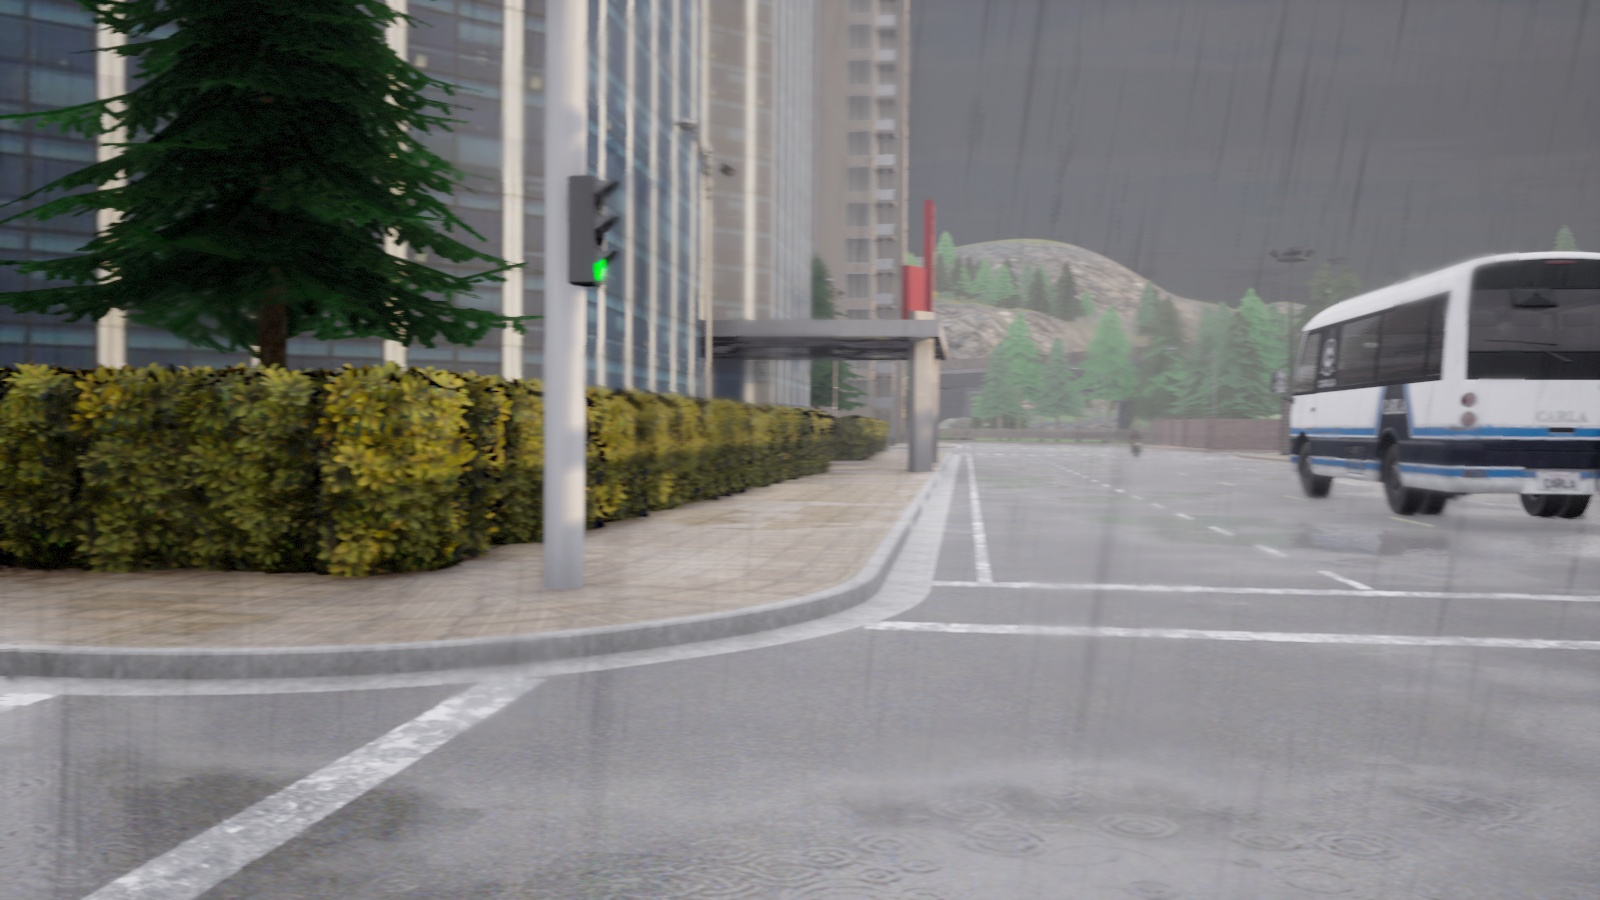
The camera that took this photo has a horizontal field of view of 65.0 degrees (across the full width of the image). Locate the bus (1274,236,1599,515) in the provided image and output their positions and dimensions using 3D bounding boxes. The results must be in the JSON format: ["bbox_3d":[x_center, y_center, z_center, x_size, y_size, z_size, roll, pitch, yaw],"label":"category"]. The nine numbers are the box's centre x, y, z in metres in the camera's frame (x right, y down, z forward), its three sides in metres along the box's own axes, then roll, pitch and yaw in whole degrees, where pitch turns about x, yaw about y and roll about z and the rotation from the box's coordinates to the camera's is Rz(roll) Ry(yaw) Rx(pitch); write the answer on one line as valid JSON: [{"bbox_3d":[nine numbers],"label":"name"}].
[{"bbox_3d":[12.451,-1.223,24.320,3.944,4.253,10.273,0,1,8],"label":"bus"}]
